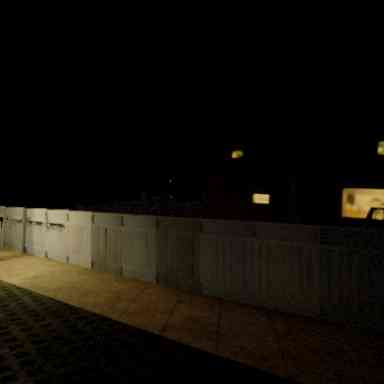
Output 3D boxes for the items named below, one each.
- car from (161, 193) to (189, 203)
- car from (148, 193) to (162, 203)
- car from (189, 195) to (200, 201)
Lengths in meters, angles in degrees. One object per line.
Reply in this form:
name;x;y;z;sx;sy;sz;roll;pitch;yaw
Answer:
car;-1.828;1.066;50.850;1.837;1.490;4.892;3;2;44
car;-4.827;0.957;52.415;1.812;1.442;4.674;3;3;44
car;2.588;1.222;50.628;2.033;1.411;5.357;3;3;44
